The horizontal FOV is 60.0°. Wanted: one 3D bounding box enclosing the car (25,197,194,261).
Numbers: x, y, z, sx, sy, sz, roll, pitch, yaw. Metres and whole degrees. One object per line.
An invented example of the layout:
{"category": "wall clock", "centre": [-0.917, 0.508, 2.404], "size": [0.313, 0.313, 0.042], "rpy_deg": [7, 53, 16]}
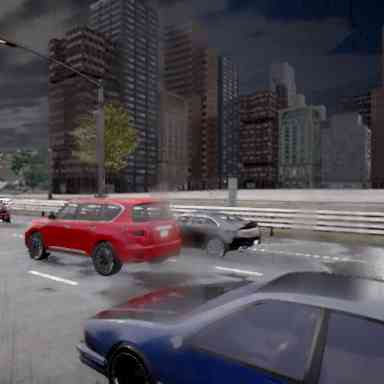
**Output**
{"category": "car", "centre": [-2.916, 1.181, 10.373], "size": [5.566, 2.045, 2.150], "rpy_deg": [0, 0, 36]}

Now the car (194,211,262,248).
{"category": "car", "centre": [0.156, 1.457, 12.480], "size": [4.902, 1.511, 2.128], "rpy_deg": [0, 0, 36]}

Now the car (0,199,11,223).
{"category": "car", "centre": [-14.475, 1.220, 22.924], "size": [4.553, 1.767, 2.097], "rpy_deg": [0, 0, 36]}

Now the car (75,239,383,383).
{"category": "car", "centre": [1.230, 1.544, 3.118], "size": [5.357, 1.411, 2.033], "rpy_deg": [0, 0, 36]}
